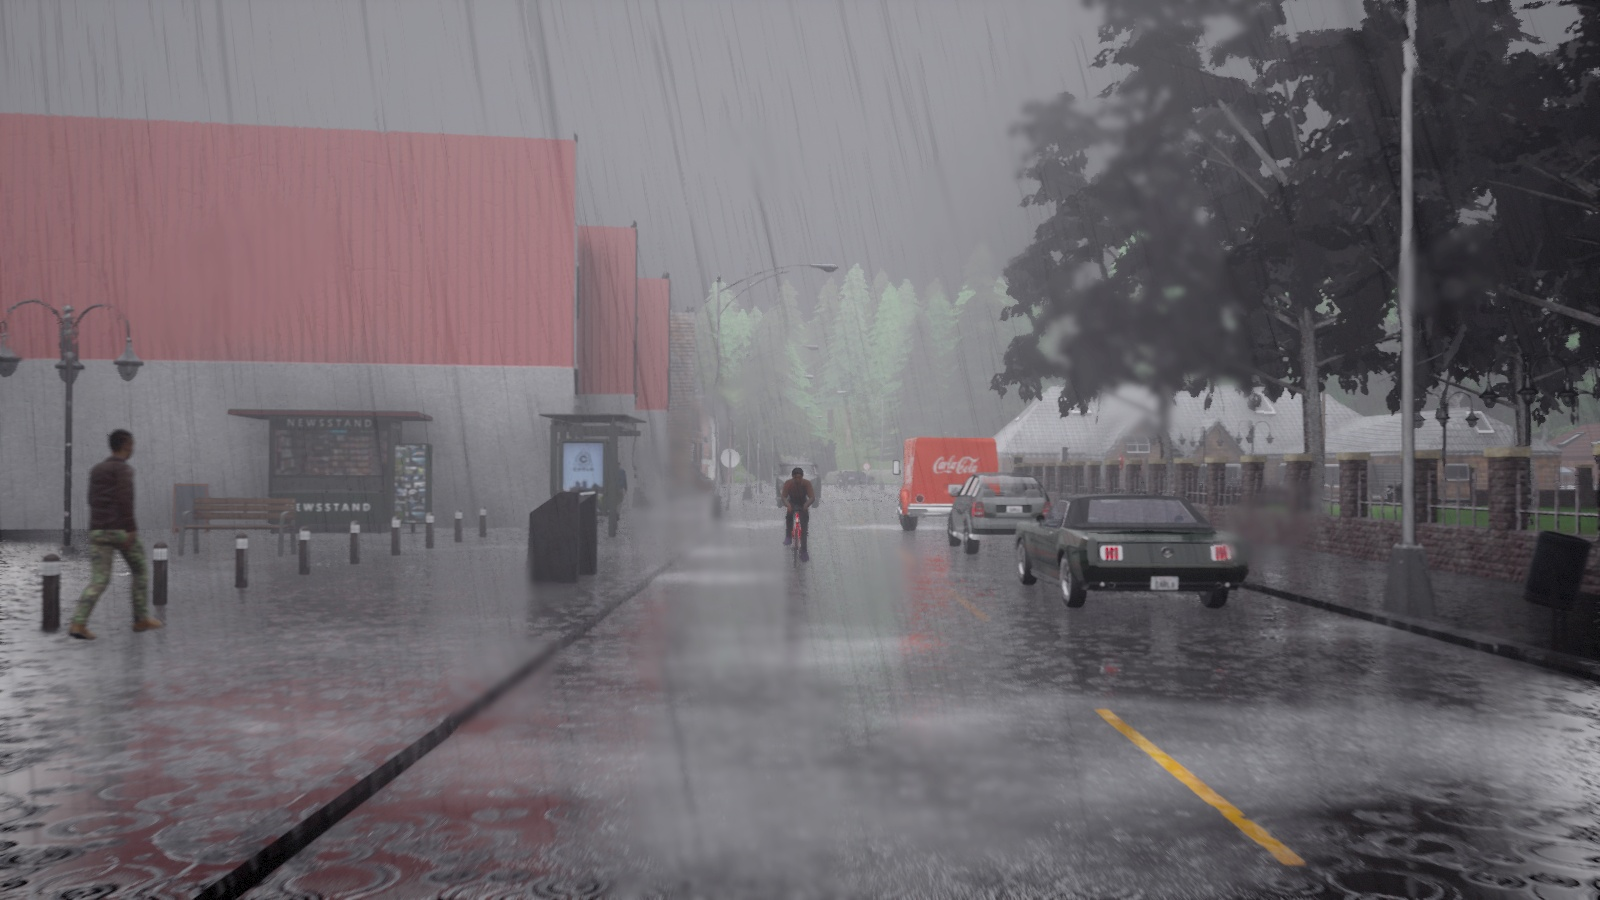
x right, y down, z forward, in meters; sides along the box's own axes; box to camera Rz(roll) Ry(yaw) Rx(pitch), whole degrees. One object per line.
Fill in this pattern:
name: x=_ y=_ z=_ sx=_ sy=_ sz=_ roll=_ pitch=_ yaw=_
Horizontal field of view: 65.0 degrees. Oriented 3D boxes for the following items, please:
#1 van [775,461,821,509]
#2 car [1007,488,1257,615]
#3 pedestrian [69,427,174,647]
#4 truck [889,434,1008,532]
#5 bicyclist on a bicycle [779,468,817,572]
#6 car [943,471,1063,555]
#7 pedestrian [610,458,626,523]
van: x=-0.046 y=1.474 z=54.118 sx=1.775 sy=1.987 sz=4.442 roll=0 pitch=-1 yaw=3
car: x=3.975 y=1.165 z=15.921 sx=1.895 sy=1.301 sz=4.718 roll=0 pitch=-1 yaw=0
pedestrian: x=-5.876 y=0.730 z=10.897 sx=0.431 sy=1.840 sz=0.703 roll=-1 pitch=-1 yaw=16
truck: x=3.950 y=0.889 z=34.431 sx=2.627 sy=2.467 sz=5.204 roll=0 pitch=-1 yaw=0
bicyclist on a bicycle: x=-0.031 y=1.110 z=20.432 sx=0.582 sy=1.620 sz=1.656 roll=0 pitch=-1 yaw=0
car: x=3.963 y=1.198 z=25.103 sx=1.789 sy=1.549 sz=3.705 roll=0 pitch=-1 yaw=0
pedestrian: x=-5.244 y=1.151 z=36.163 sx=0.402 sy=1.842 sz=0.726 roll=0 pitch=-1 yaw=-3
